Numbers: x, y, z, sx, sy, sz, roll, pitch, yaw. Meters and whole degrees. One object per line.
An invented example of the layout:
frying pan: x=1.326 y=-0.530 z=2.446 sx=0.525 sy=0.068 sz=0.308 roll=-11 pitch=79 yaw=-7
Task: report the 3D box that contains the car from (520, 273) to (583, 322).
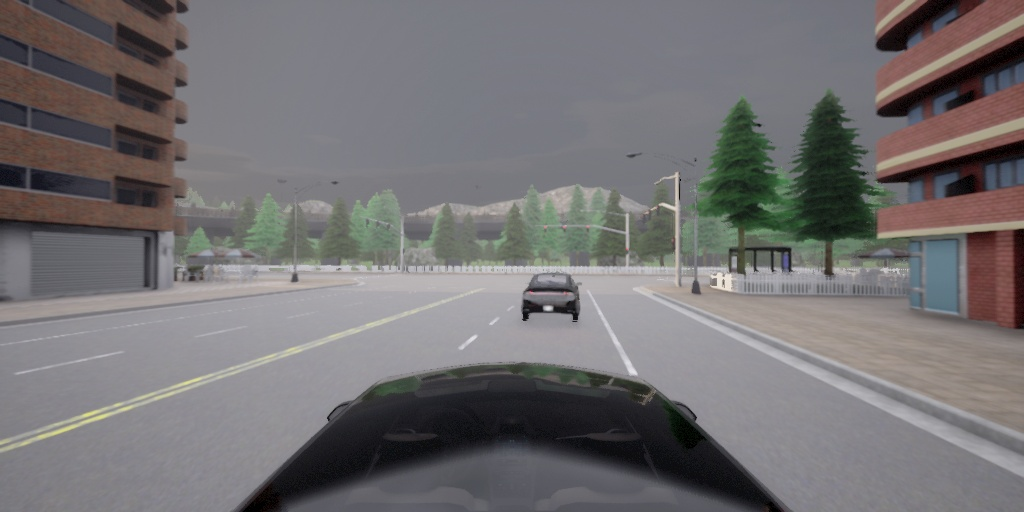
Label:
car: x=1.479 y=1.357 z=12.952 sx=2.128 sy=1.511 sz=4.902 roll=0 pitch=-1 yaw=10
